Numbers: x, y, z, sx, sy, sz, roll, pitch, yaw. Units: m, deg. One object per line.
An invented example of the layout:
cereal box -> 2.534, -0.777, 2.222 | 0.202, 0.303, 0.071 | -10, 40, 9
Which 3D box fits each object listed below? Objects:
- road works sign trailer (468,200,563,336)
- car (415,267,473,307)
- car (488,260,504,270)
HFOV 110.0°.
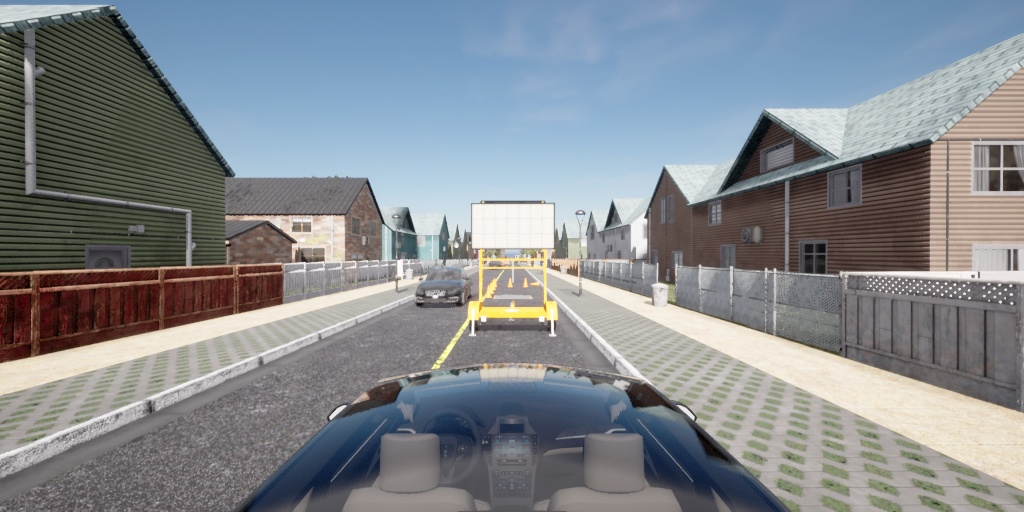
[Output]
road works sign trailer -> 0.029, 0.215, 10.350 | 2.380, 3.560, 2.880 | 0, 0, 1
car -> -2.816, 1.259, 15.607 | 1.837, 1.490, 4.892 | 0, 0, 0
car -> -2.711, 1.393, 56.523 | 1.882, 1.535, 5.008 | 0, -1, 0
